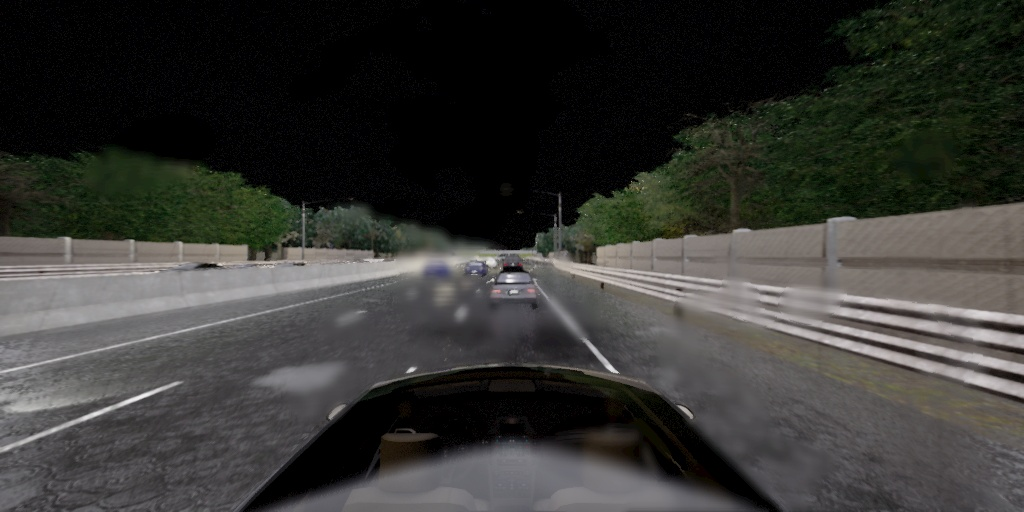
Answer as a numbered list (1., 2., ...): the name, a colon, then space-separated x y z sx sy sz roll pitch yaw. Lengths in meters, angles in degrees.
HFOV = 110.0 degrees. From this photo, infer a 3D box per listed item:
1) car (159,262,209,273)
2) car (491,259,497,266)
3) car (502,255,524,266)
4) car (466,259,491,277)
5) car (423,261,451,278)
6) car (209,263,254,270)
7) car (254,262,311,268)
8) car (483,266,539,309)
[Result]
1. car: -24.519 1.246 27.721 1.837 1.490 4.892 0 0 0
2. car: -3.422 1.266 59.360 1.812 1.442 4.674 0 0 0
3. car: 0.086 0.965 39.473 2.150 2.045 5.566 0 0 0
4. car: -3.412 1.269 35.292 1.812 1.442 4.674 0 0 0
5. car: -6.911 1.220 33.347 1.882 1.535 5.008 0 0 0
6. car: -21.013 1.305 28.319 1.994 1.385 4.181 0 0 0
7. car: -17.513 1.257 28.346 1.837 1.490 4.892 0 0 0
8. car: 0.095 1.297 14.917 2.033 1.411 5.357 0 0 0
